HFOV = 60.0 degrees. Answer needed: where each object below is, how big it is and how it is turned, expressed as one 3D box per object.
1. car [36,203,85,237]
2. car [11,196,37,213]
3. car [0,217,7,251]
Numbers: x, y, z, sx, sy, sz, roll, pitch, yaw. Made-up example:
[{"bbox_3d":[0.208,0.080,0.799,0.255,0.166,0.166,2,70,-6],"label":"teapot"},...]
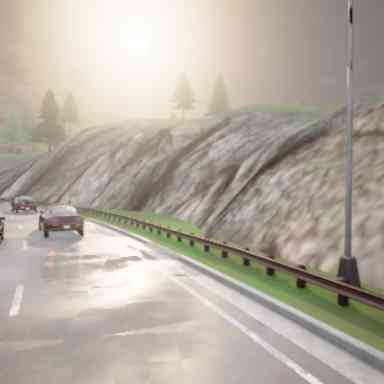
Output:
[{"bbox_3d":[-6.770,1.378,17.169,1.812,1.442,4.674,0,0,-28],"label":"car"},{"bbox_3d":[-16.444,1.193,32.549,1.837,1.490,4.892,1,1,-35],"label":"car"},{"bbox_3d":[-8.185,1.386,12.585,1.812,1.442,4.674,1,0,-27],"label":"car"}]
